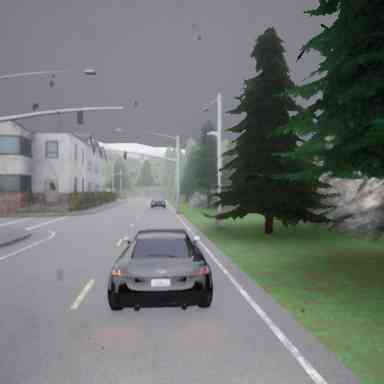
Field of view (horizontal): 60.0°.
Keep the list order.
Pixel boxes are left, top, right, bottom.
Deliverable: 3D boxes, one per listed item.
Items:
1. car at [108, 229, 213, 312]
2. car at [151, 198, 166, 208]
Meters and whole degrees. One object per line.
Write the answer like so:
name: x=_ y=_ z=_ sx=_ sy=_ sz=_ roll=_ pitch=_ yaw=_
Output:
car: x=-0.703 y=1.538 z=7.781 sx=1.994 sy=1.385 sz=4.181 roll=0 pitch=0 yaw=-5
car: x=-4.441 y=1.455 z=43.588 sx=1.895 sy=1.301 sz=4.718 roll=0 pitch=0 yaw=-6
